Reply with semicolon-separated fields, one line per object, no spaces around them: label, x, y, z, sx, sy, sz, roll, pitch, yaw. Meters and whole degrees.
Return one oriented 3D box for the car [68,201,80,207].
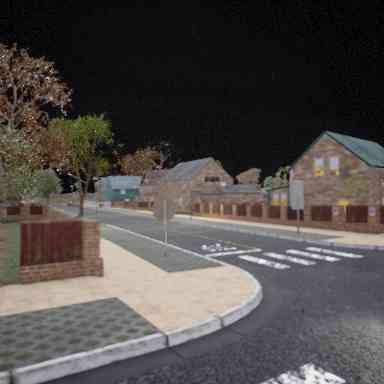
car;-30.572;3.170;87.415;2.033;1.411;5.357;-1;-1;-26
